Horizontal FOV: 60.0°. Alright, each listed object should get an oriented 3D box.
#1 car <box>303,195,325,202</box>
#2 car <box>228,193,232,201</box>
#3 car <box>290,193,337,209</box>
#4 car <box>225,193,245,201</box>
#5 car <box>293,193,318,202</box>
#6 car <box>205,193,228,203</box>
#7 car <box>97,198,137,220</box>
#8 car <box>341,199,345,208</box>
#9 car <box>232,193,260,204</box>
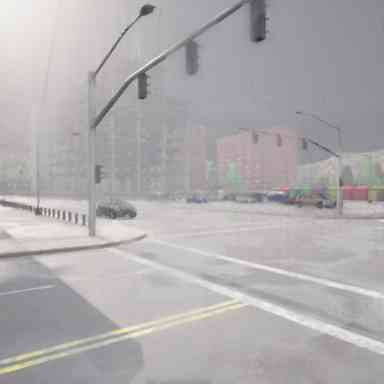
[{"bbox_3d":[25.525,1.281,69.742,1.784,1.438,3.905,0,0,-35],"label":"car"},{"bbox_3d":[7.721,1.297,75.587,1.784,1.438,3.905,0,0,-35],"label":"car"},{"bbox_3d":[14.919,1.105,40.820,1.932,1.855,4.605,0,0,-35],"label":"car"},{"bbox_3d":[9.879,1.083,77.182,1.932,1.855,4.605,0,0,-35],"label":"car"},{"bbox_3d":[23.126,1.074,68.117,1.932,1.855,4.605,0,0,-35],"label":"car"},{"bbox_3d":[5.360,1.333,73.911,1.970,1.475,3.806,0,0,-35],"label":"car"},{"bbox_3d":[-6.458,1.336,28.509,2.097,1.767,4.553,0,0,-36],"label":"car"},{"bbox_3d":[17.310,1.104,42.451,1.905,1.878,3.866,0,0,-35],"label":"car"},{"bbox_3d":[9.402,1.340,58.259,1.970,1.475,3.806,0,0,-35],"label":"car"}]
